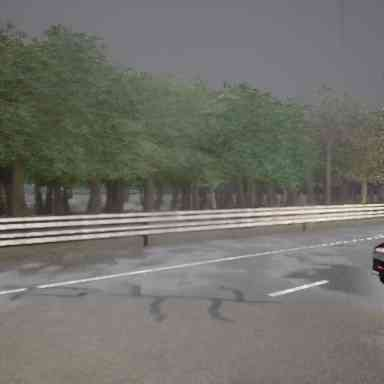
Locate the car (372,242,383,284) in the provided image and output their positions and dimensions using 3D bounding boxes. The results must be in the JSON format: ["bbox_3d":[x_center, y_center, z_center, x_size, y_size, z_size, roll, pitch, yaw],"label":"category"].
[{"bbox_3d":[6.345,1.499,8.111,4.902,1.511,2.128,0,0,-34],"label":"car"}]
